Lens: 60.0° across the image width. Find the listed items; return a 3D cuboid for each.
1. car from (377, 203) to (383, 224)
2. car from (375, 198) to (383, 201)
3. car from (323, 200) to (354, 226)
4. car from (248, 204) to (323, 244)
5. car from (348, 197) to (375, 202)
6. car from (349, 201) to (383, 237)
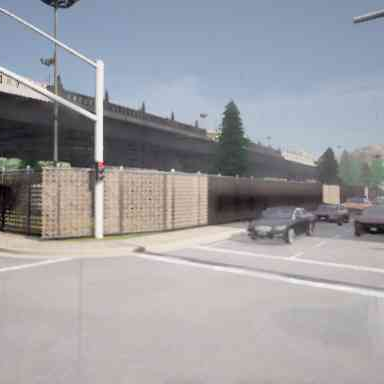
[{"bbox_3d":[15.256,1.577,24.936,1.895,1.301,4.718,1,0,36],"label":"car"},{"bbox_3d":[24.738,1.527,44.022,1.994,1.385,4.181,1,0,36],"label":"car"},{"bbox_3d":[9.489,1.509,22.913,1.994,1.385,4.181,1,0,35],"label":"car"},{"bbox_3d":[4.305,1.431,15.664,2.128,1.511,4.902,1,0,36],"label":"car"},{"bbox_3d":[15.368,1.305,31.088,2.097,1.767,4.553,1,0,36],"label":"car"},{"bbox_3d":[9.818,1.448,17.348,1.882,1.535,5.008,1,0,36],"label":"car"}]
